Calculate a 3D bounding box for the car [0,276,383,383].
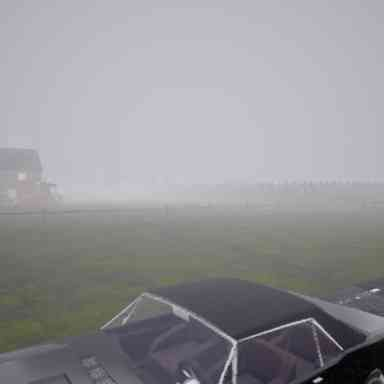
[{"bbox_3d":[0.014,1.607,2.959,4.718,1.301,1.895,0,0,-36],"label":"car"}]
